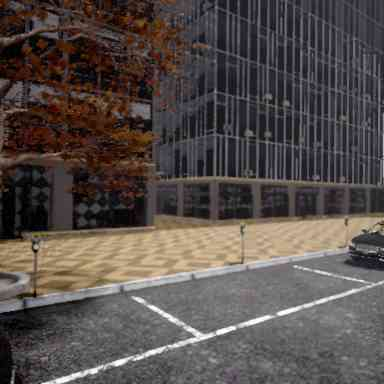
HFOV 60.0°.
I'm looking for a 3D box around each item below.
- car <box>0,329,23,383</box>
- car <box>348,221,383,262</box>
[{"bbox_3d":[-3.232,1.469,1.077,4.902,1.511,2.128,1,0,-35],"label":"car"},{"bbox_3d":[7.247,1.682,11.707,4.403,1.369,2.008,1,0,-35],"label":"car"}]
